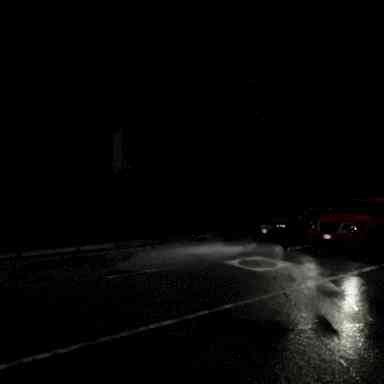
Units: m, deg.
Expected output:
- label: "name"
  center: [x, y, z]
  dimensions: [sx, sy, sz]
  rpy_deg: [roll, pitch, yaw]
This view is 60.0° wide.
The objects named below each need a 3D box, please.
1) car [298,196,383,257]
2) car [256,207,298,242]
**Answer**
- label: "car"
  center: [6.996, 1.212, 13.246]
  dimensions: [5.566, 2.045, 2.150]
  rpy_deg: [0, 0, -35]
- label: "car"
  center: [5.245, 1.482, 16.280]
  dimensions: [4.902, 1.511, 2.128]
  rpy_deg: [0, 0, -35]
